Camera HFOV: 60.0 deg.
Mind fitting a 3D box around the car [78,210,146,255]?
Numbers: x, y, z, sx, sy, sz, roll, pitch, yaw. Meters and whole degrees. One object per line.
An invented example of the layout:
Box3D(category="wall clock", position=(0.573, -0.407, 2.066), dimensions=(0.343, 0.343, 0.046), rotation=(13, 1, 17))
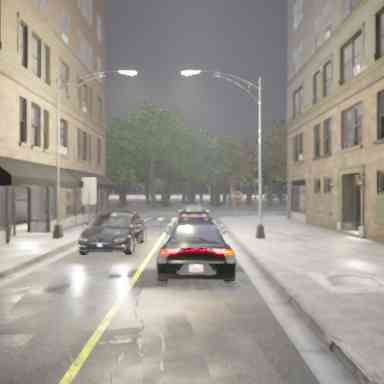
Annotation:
Box3D(category="car", position=(-3.003, 1.519, 13.312), dimensions=(1.837, 1.490, 4.892), rotation=(0, -1, 0))

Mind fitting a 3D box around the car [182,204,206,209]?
Box3D(category="car", position=(0.115, 1.509, 20.777), dimensions=(2.128, 1.511, 4.902), rotation=(0, 0, 0))

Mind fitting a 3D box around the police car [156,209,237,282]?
Box3D(category="police car", position=(0.106, 1.522, 9.960), dimensions=(2.038, 1.542, 4.974), rotation=(0, 1, 0))
